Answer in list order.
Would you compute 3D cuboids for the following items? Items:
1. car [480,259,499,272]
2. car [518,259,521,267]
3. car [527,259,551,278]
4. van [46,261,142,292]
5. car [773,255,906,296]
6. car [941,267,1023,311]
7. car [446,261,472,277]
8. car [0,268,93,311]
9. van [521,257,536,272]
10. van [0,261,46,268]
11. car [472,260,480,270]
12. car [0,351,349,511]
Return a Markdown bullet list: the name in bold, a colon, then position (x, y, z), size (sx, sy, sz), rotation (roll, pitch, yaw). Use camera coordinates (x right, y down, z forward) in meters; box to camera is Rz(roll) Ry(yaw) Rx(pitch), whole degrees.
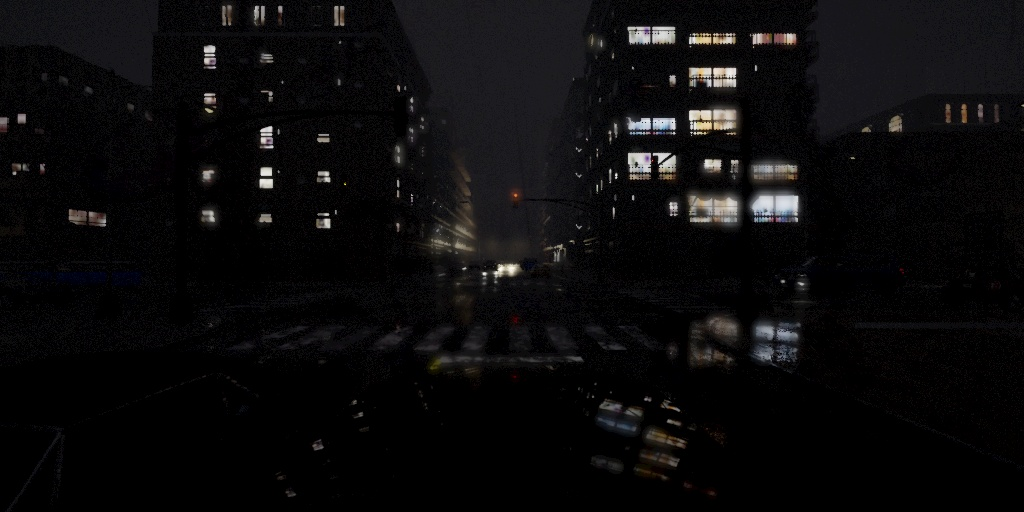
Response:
- **car**: position (-2.868, 1.276, 48.232), size (1.837, 1.490, 4.892), rotation (0, 0, 0)
- **car**: position (2.435, 1.100, 53.041), size (2.192, 1.841, 5.009), rotation (0, 0, 0)
- **car**: position (2.615, 1.290, 33.555), size (1.751, 1.417, 4.829), rotation (0, 0, 0)
- **van**: position (-24.858, 1.191, 21.580), size (3.998, 1.789, 1.690), rotation (0, 0, 1)
- **car**: position (16.842, 0.956, 18.585), size (5.566, 2.045, 2.150), rotation (0, -1, 1)
- **car**: position (18.660, 1.103, 13.132), size (4.097, 1.591, 1.967), rotation (0, 0, 1)
- **car**: position (-5.531, 1.317, 35.990), size (2.007, 1.370, 4.403), rotation (0, 0, 0)
- **car**: position (-19.367, 1.290, 13.628), size (4.403, 1.370, 2.007), rotation (0, 0, 1)
- **van**: position (2.482, 1.119, 47.388), size (1.690, 1.789, 3.998), rotation (0, 0, 0)
- **van**: position (-30.452, 1.201, 21.652), size (3.998, 1.789, 1.690), rotation (0, 0, 1)
- **car**: position (-5.445, 1.367, 52.963), size (1.802, 1.307, 4.207), rotation (0, 0, 0)
- **car**: position (-2.750, 1.351, 1.778), size (1.895, 1.301, 4.718), rotation (0, 0, 0)
